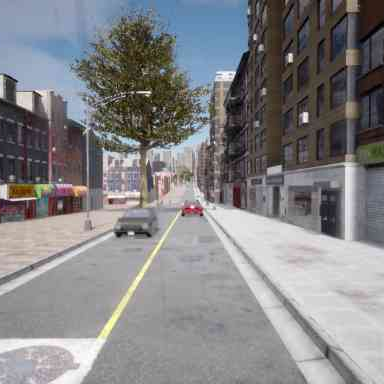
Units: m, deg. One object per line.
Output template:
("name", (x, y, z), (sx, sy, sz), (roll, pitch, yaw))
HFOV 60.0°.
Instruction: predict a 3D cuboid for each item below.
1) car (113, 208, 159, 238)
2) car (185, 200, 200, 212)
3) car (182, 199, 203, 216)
("car", (-2.885, 1.590, 18.383), (2.033, 1.411, 5.357), (0, 0, 0))
("car", (0.021, 1.794, 44.320), (1.837, 1.490, 4.892), (0, -1, 0))
("car", (0.031, 1.517, 34.026), (2.097, 1.767, 4.553), (0, -1, 0))
